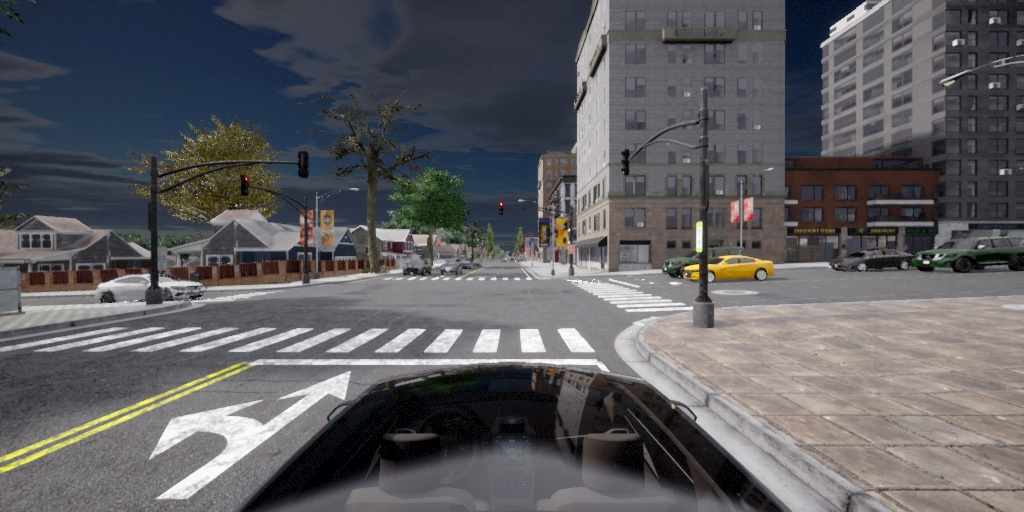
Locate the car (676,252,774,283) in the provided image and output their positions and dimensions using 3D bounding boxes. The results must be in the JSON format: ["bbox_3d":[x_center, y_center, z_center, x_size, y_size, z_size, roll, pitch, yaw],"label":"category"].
[{"bbox_3d":[13.032,0.739,21.737,5.008,1.535,1.882,-2,0,-1],"label":"car"}]

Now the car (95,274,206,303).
[{"bbox_3d":[-18.482,1.622,18.387,4.674,1.442,1.812,-2,0,1],"label":"car"}]

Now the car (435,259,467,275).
[{"bbox_3d":[-6.599,1.256,39.578,2.128,1.511,4.902,0,0,0],"label":"car"}]

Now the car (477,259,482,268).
[{"bbox_3d":[-6.571,1.329,64.963,1.837,1.490,4.892,0,0,0],"label":"car"}]

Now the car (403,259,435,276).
[{"bbox_3d":[-9.850,1.115,37.503,2.097,1.767,4.553,0,0,0],"label":"car"}]

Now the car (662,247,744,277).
[{"bbox_3d":[13.452,0.455,24.985,5.566,2.045,2.150,-2,0,0],"label":"car"}]

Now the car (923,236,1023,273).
[{"bbox_3d":[27.907,-0.086,21.778,5.566,2.045,2.150,-3,0,0],"label":"car"}]

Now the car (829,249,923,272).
[{"bbox_3d":[25.004,0.294,25.019,4.892,1.490,1.837,-3,0,0],"label":"car"}]

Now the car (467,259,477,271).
[{"bbox_3d":[-6.600,1.332,51.338,2.033,1.411,5.357,0,0,0],"label":"car"}]
